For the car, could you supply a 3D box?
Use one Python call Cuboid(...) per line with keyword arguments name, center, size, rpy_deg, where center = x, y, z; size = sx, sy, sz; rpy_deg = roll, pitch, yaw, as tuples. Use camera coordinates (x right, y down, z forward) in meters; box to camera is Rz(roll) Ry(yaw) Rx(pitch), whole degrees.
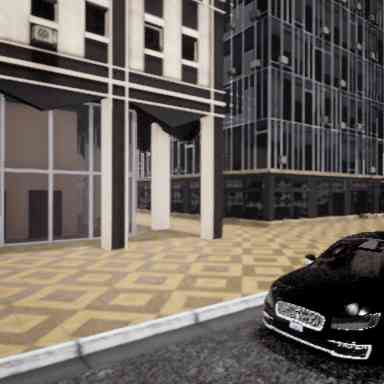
Cuboid(name="car", center=(3.338, 1.505, 5.759), size=(4.892, 1.490, 1.837), rpy_deg=(0, 0, -35))
